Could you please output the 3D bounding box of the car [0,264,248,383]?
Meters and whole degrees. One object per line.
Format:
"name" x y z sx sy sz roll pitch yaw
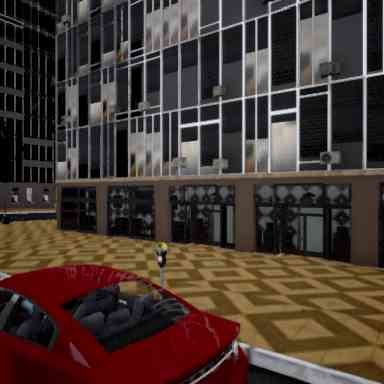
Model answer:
"car" -1.579 1.543 3.847 4.507 1.381 1.887 0 0 36

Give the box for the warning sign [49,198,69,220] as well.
"warning sign" -11.649 1.452 29.083 1.300 1.860 1.060 1 1 33
